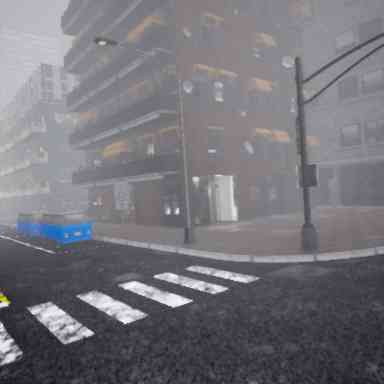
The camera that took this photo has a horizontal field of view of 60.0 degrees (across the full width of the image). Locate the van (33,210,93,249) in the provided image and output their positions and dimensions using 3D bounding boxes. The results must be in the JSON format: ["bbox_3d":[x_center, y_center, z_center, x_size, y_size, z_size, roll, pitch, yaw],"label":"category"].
[{"bbox_3d":[-6.572,1.833,17.143,1.690,1.788,3.998,-5,1,-39],"label":"van"}]

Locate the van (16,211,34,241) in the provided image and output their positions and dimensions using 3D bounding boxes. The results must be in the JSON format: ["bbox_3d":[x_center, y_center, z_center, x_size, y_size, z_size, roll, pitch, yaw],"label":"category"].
[{"bbox_3d":[-10.075,2.095,21.507,1.690,1.788,3.998,-5,1,-39],"label":"van"}]
